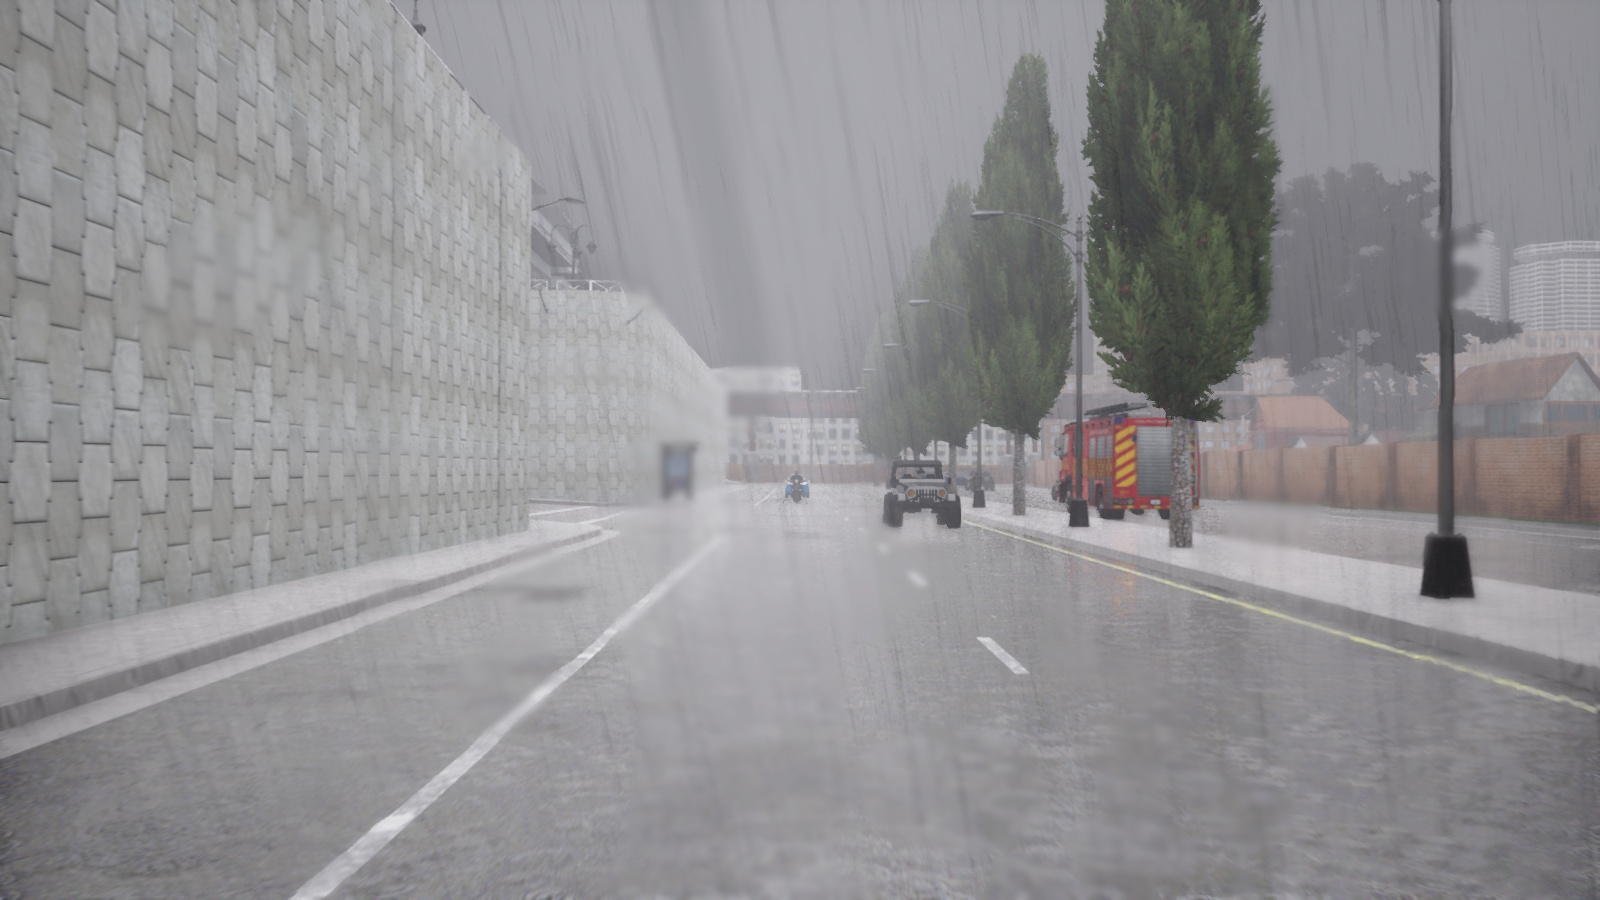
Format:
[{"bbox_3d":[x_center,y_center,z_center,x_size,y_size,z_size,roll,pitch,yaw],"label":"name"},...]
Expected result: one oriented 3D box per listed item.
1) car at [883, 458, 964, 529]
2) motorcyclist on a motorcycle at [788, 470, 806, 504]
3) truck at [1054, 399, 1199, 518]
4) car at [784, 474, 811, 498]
[{"bbox_3d":[3.414,1.187,35.399,1.905,1.878,3.866,0,-1,0],"label":"car"},{"bbox_3d":[-0.147,1.781,60.472,0.866,1.590,1.817,0,-1,0],"label":"motorcyclist on a motorcycle"},{"bbox_3d":[11.387,0.353,44.704,2.891,3.827,8.468,0,-1,0],"label":"truck"},{"bbox_3d":[-0.131,2.087,72.684,1.481,1.376,2.207,0,-1,1],"label":"car"}]
